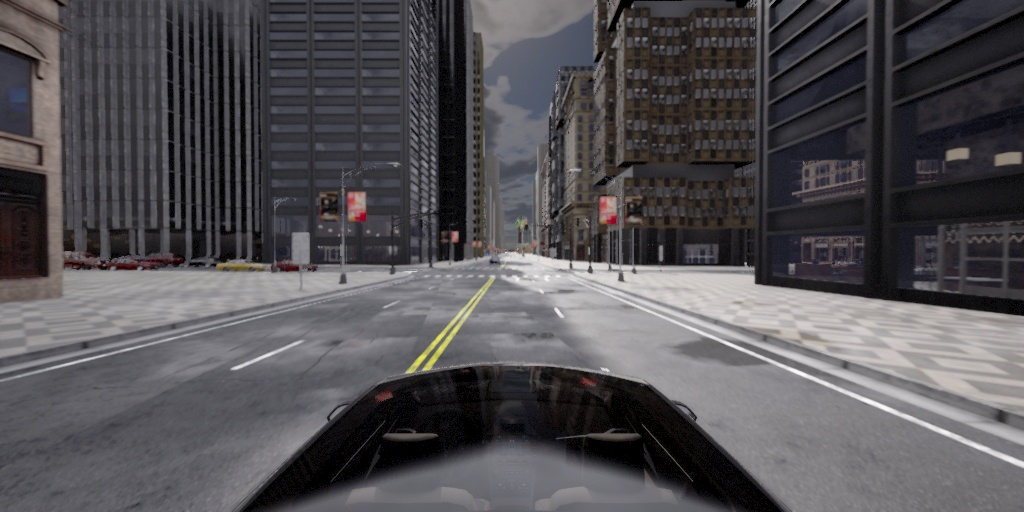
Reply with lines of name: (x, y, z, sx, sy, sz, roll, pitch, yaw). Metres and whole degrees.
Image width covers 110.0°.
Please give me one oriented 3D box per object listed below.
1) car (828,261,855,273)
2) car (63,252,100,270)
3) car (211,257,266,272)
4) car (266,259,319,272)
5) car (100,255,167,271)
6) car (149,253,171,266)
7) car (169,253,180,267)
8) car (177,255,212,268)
car: (40.272, 1.323, 43.932, 5.008, 1.535, 1.882, 0, 1, 0)
car: (-45.294, 0.624, 37.627, 5.009, 1.841, 2.192, 0, 0, 0)
car: (-28.249, 0.982, 37.731, 4.829, 1.417, 1.751, 0, 0, 0)
car: (-22.794, 1.047, 37.765, 4.507, 1.381, 1.888, 0, 0, 0)
car: (-39.668, 0.905, 37.661, 4.507, 1.381, 1.888, 0, 0, 0)
car: (-42.216, 0.788, 40.423, 4.902, 1.511, 2.128, 1, 1, 0)
car: (-45.343, 0.498, 46.151, 5.009, 1.841, 2.192, 0, 0, 0)
car: (-39.718, 0.800, 46.185, 4.313, 1.339, 1.948, 0, 0, 0)
